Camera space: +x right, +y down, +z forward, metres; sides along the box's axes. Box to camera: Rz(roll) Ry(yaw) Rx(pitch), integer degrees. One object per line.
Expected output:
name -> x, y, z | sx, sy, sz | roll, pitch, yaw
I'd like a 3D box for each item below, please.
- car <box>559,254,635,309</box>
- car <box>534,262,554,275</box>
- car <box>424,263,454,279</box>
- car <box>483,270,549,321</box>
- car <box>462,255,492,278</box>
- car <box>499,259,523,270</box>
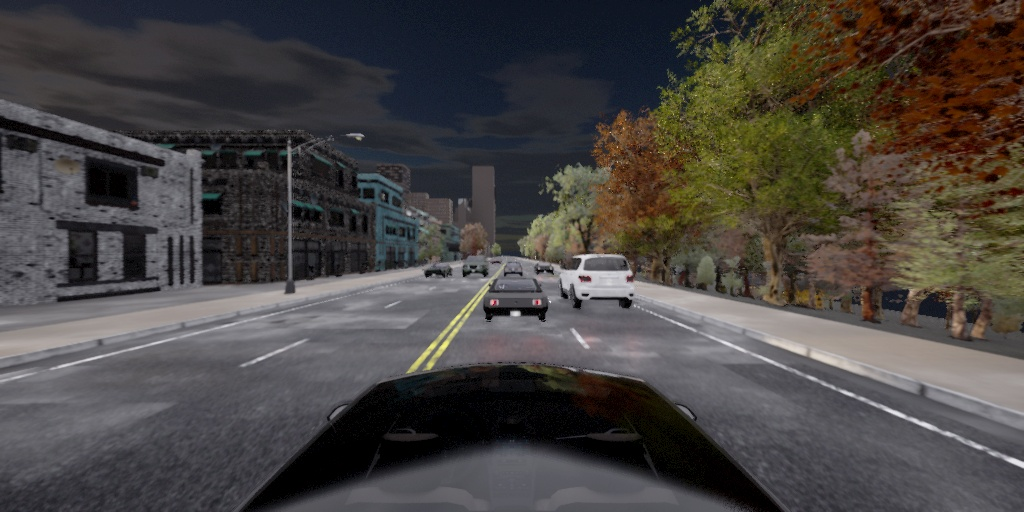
car -> 3.357, 0.952, 15.057 | 2.150, 2.045, 5.566 | 0, 0, 0
car -> 3.367, 1.298, 38.745 | 1.895, 1.301, 4.718 | 0, 0, 0
car -> -6.583, 1.307, 32.475 | 1.895, 1.301, 4.718 | 0, 0, 0
car -> 0.106, 1.336, 12.330 | 1.895, 1.301, 4.718 | 0, 0, 0
car -> -3.333, 0.929, 33.732 | 2.150, 2.045, 5.566 | 0, 0, 0
car -> 0.115, 1.250, 34.958 | 2.033, 1.411, 5.357 | 0, 0, 0
